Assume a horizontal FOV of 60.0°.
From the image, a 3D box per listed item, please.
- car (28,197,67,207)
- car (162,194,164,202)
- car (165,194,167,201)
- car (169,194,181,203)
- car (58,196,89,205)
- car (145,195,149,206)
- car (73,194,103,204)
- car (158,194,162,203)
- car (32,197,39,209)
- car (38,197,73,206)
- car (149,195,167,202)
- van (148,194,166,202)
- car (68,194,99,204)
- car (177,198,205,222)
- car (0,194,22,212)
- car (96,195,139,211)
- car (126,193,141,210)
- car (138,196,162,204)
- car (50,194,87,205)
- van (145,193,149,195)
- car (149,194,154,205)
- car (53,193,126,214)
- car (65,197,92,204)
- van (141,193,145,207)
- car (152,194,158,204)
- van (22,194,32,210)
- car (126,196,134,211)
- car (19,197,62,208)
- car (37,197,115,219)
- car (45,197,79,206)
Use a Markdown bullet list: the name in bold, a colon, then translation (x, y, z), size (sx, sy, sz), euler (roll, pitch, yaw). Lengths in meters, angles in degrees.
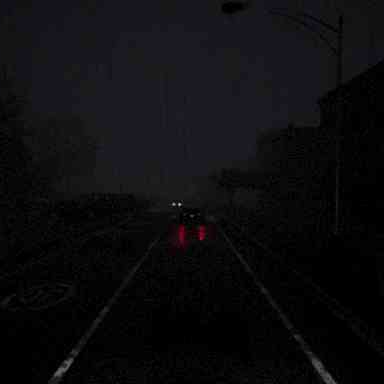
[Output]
- **car**: translation (-21.930, 1.498, 50.747), size (5.008, 1.535, 2.097), euler (0, 0, 0)
- **car**: translation (-9.065, 1.619, 67.696), size (5.366, 1.575, 1.946), euler (0, -1, 0)
- **car**: translation (-8.862, 1.731, 76.106), size (4.792, 1.488, 2.163), euler (0, -1, 0)
- **car**: translation (-3.251, 1.706, 71.506), size (1.994, 1.385, 4.181), euler (0, -1, 0)
- **car**: translation (-21.946, 1.574, 61.886), size (5.008, 1.535, 2.097), euler (0, 0, 0)
- **car**: translation (-8.844, 1.464, 45.274), size (4.892, 1.521, 2.231), euler (0, 0, 0)
- **car**: translation (-21.934, 1.395, 70.118), size (5.566, 2.045, 2.435), euler (0, -1, 0)
- **car**: translation (-8.871, 1.597, 64.896), size (5.008, 1.535, 2.097), euler (0, -1, 0)
- **car**: translation (-21.927, 1.503, 45.175), size (4.674, 1.452, 2.002), euler (0, 0, 0)
- **car**: translation (-21.910, 1.545, 53.532), size (4.792, 1.488, 2.163), euler (0, 0, 0)
- **car**: translation (-8.938, 1.682, 87.320), size (4.553, 1.767, 2.185), euler (0, -1, 0)
- **van**: translation (-8.786, 1.555, 84.518), size (4.442, 1.987, 1.878), euler (0, -1, 0)
- **car**: translation (-21.930, 1.370, 67.457), size (5.566, 2.045, 2.435), euler (0, -1, 0)
- **car**: translation (0.017, 1.460, 25.322), size (1.812, 1.442, 4.674), euler (0, 0, 1)
- **car**: translation (-21.893, 1.288, 36.824), size (4.553, 1.767, 2.185), euler (0, 0, 0)
- **car**: translation (-8.814, 1.302, 39.667), size (4.553, 1.767, 2.185), euler (0, 0, 0)
- **car**: translation (-8.873, 1.163, 36.867), size (5.566, 2.045, 2.435), euler (0, 0, 0)
- **car**: translation (-8.913, 1.678, 70.499), size (4.792, 1.488, 2.163), euler (0, -1, 0)
- **car**: translation (-21.919, 1.301, 59.102), size (5.566, 2.045, 2.435), euler (0, 0, 0)
- **van**: translation (-8.969, 1.255, 48.078), size (4.442, 1.987, 1.878), euler (0, 0, 0)
- **car**: translation (-8.851, 1.498, 50.880), size (5.008, 1.535, 2.097), euler (0, 0, 0)
- **car**: translation (-8.875, 1.134, 28.456), size (5.566, 2.045, 2.435), euler (0, 0, 0)
- **car**: translation (-21.952, 1.635, 64.547), size (4.674, 1.452, 2.002), euler (0, 0, 0)
- **van**: translation (-8.731, 1.220, 42.471), size (4.442, 1.987, 1.878), euler (0, 0, 0)
- **car**: translation (-8.889, 1.264, 53.685), size (5.566, 2.045, 2.435), euler (0, 0, 0)
- **van**: translation (-22.042, 1.202, 39.605), size (4.442, 1.987, 1.878), euler (0, 0, 0)
- **car**: translation (-8.851, 1.401, 34.060), size (4.892, 1.521, 2.231), euler (0, 0, 0)
- **car**: translation (-21.747, 1.478, 47.961), size (5.366, 1.575, 1.946), euler (0, 0, 0)
- **car**: translation (-8.842, 1.384, 25.655), size (4.892, 1.521, 2.231), euler (0, 0, 0)
- **car**: translation (-21.972, 1.563, 56.316), size (4.792, 1.488, 2.163), euler (0, 0, 0)
